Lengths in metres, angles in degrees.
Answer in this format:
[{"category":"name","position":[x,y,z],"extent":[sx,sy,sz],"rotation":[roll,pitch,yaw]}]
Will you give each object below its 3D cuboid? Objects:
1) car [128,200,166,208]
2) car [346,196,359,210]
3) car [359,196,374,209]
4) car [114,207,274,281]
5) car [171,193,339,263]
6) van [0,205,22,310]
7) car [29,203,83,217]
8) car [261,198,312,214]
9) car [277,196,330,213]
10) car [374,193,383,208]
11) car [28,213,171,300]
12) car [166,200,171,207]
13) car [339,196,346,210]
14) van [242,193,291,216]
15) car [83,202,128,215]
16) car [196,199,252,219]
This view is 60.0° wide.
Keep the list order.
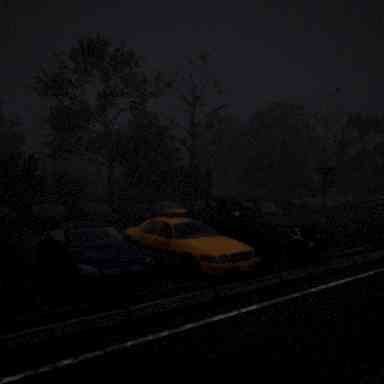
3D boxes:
[{"category":"car","position":[-4.209,1.453,23.706],"extent":[2.163,1.488,4.792],"rotation":[-1,0,-36]},{"category":"car","position":[16.109,1.117,38.235],"extent":[2.185,1.767,4.553],"rotation":[0,0,-36]},{"category":"car","position":[18.383,1.223,39.829],"extent":[2.097,1.535,5.008],"rotation":[0,0,-36]},{"category":"car","position":[-0.309,1.454,10.153],"extent":[1.946,1.575,5.366],"rotation":[-1,0,-36]},{"category":"car","position":[1.879,1.185,11.910],"extent":[2.435,2.045,5.566],"rotation":[0,0,-36]},{"category":"van","position":[-5.047,1.272,7.137],"extent":[1.878,1.987,4.442],"rotation":[-1,0,-36]},{"category":"car","position":[-8.711,1.464,20.458],"extent":[2.097,1.535,5.008],"rotation":[-1,0,-36]},{"category":"car","position":[9.356,1.342,33.364],"extent":[2.002,1.452,4.674],"rotation":[-1,0,-36]},{"category":"car","position":[11.616,1.282,34.977],"extent":[2.097,1.535,5.008],"rotation":[-1,0,-36]},{"category":"car","position":[20.648,1.206,41.433],"extent":[2.231,1.521,4.892],"rotation":[0,0,-36]},{"category":"car","position":[-2.698,1.517,8.676],"extent":[2.002,1.452,4.674],"rotation":[-1,0,-36]},{"category":"car","position":[-1.827,1.400,25.145],"extent":[1.946,1.575,5.366],"rotation":[-1,0,-36]},{"category":"car","position":[13.872,1.302,36.594],"extent":[2.002,1.452,4.674],"rotation":[-1,0,-36]},{"category":"van","position":[7.027,1.096,31.846],"extent":[1.878,1.987,4.442],"rotation":[-1,0,-36]},{"category":"car","position":[-6.454,1.445,22.074],"extent":[2.231,1.521,4.892],"rotation":[-1,0,-36]},{"category":"car","position":[2.598,1.392,28.501],"extent":[2.163,1.488,4.792],"rotation":[-1,0,-36]}]
